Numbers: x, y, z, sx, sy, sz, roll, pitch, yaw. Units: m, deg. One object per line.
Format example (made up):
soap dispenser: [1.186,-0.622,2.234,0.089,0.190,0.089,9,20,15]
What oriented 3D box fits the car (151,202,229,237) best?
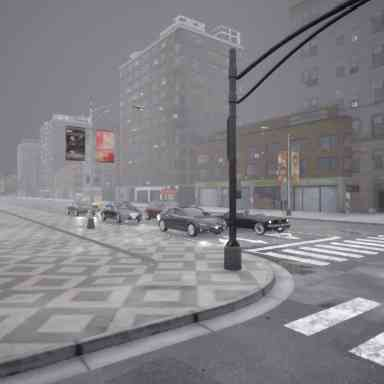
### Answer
car: [-0.181,1.558,18.728,1.837,1.490,4.892,0,0,-36]

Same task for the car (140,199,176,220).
car: [-1.964,1.435,26.712,2.097,1.767,4.553,0,0,-36]

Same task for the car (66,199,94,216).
car: [-11.529,1.627,34.344,1.837,1.490,4.892,0,0,-36]

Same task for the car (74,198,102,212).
car: [-13.344,1.620,42.411,1.882,1.535,5.008,0,0,-36]

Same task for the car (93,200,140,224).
car: [-5.679,1.581,26.286,2.128,1.511,4.902,0,0,-36]

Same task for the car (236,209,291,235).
car: [3.363,1.648,19.388,1.895,1.301,4.718,0,0,-36]

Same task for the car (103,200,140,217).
car: [-7.306,1.619,34.057,1.837,1.490,4.892,0,0,-36]
